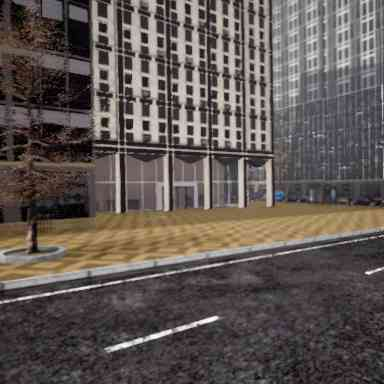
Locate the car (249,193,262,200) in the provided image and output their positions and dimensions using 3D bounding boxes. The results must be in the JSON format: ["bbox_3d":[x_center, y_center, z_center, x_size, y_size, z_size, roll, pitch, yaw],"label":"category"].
[{"bbox_3d":[10.993,0.842,66.283,1.882,1.535,5.008,-1,1,-34],"label":"car"}]

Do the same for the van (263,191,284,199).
[{"bbox_3d":[16.972,0.601,67.672,1.690,1.788,3.998,-1,1,-35],"label":"van"}]

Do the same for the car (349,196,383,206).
[{"bbox_3d":[22.913,1.199,44.140,1.947,1.339,4.313,-1,1,-35],"label":"car"}]

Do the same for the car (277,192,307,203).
[{"bbox_3d":[16.506,1.103,53.533,1.947,1.339,4.313,-1,1,-35],"label":"car"}]

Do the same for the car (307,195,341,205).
[{"bbox_3d":[19.692,1.168,48.826,1.802,1.307,4.206,-1,1,-35],"label":"car"}]
